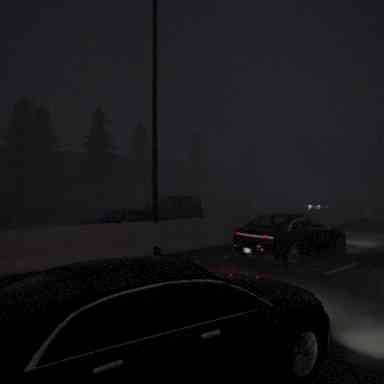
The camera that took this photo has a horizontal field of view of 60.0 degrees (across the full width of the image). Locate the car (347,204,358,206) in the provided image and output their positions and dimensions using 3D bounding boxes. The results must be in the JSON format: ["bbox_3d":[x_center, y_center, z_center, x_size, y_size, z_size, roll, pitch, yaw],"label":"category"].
[{"bbox_3d":[23.531,1.555,48.435,1.812,1.442,4.674,0,0,33],"label":"car"}]

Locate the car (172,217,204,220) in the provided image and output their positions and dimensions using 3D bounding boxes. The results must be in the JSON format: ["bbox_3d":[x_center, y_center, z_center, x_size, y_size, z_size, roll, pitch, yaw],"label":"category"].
[{"bbox_3d":[-1.633,1.230,21.097,5.566,2.045,2.150,0,0,-43],"label":"car"}]

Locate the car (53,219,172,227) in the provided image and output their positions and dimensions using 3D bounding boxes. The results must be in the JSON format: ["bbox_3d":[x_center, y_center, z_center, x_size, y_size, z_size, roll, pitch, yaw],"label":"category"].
[{"bbox_3d":[-3.572,1.483,14.779,5.008,1.535,1.882,0,0,-40],"label":"car"}]

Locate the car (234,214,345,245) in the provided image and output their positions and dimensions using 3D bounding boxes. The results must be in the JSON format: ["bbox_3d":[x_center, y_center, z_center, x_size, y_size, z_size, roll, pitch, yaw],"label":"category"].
[{"bbox_3d":[3.455,1.497,11.352,4.902,1.511,2.128,0,0,-41],"label":"car"}]

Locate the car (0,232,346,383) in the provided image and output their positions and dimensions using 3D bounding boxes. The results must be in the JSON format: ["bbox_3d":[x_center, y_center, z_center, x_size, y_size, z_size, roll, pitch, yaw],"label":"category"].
[{"bbox_3d":[-0.391,1.507,3.701,4.892,1.490,1.837,0,0,-37],"label":"car"}]
